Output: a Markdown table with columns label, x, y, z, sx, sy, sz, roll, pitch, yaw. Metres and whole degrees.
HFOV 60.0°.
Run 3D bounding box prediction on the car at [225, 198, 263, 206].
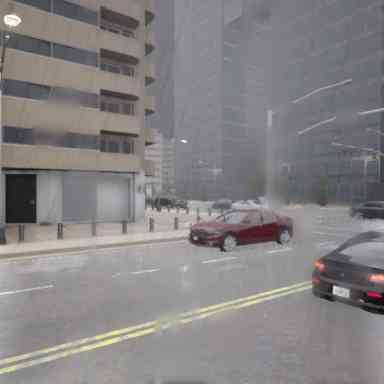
| label | x | y | z | sx | sy | sz | roll | pitch | yaw |
| --- | --- | --- | --- | --- | --- | --- | --- | --- | --- |
| car | 5.606 | 1.471 | 31.286 | 1.812 | 1.442 | 4.674 | 0 | 0 | -36 |

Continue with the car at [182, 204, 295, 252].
| label | x | y | z | sx | sy | sz | roll | pitch | yaw |
| --- | --- | --- | --- | --- | --- | --- | --- | --- | --- |
| car | 2.192 | 1.478 | 13.982 | 5.008 | 1.535 | 1.882 | 0 | 0 | -34 |

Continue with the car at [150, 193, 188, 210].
| label | x | y | z | sx | sy | sz | roll | pitch | yaw |
| --- | --- | --- | --- | --- | --- | --- | --- | --- | --- |
| car | -2.774 | 1.167 | 43.032 | 2.150 | 2.045 | 5.566 | 0 | 0 | -35 |

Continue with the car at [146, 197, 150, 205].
| label | x | y | z | sx | sy | sz | roll | pitch | yaw |
| --- | --- | --- | --- | --- | --- | --- | --- | --- | --- |
| car | -5.588 | 1.449 | 53.141 | 1.837 | 1.490 | 4.892 | 0 | 0 | -35 |

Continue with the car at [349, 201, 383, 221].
| label | x | y | z | sx | sy | sz | roll | pitch | yaw |
| --- | --- | --- | --- | --- | --- | --- | --- | --- | --- |
| car | 14.476 | 1.479 | 25.154 | 1.837 | 1.490 | 4.892 | 0 | -1 | -37 |

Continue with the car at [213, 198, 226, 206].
| label | x | y | z | sx | sy | sz | roll | pitch | yaw |
| --- | --- | --- | --- | --- | --- | --- | --- | --- | --- |
| car | 4.359 | 1.470 | 39.010 | 1.812 | 1.442 | 4.674 | 0 | 0 | -35 |

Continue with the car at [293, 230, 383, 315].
| label | x | y | z | sx | sy | sz | roll | pitch | yaw |
| --- | --- | --- | --- | --- | --- | --- | --- | --- | --- |
| car | 4.409 | 1.526 | 6.961 | 4.674 | 1.442 | 1.812 | 0 | 0 | -35 |
